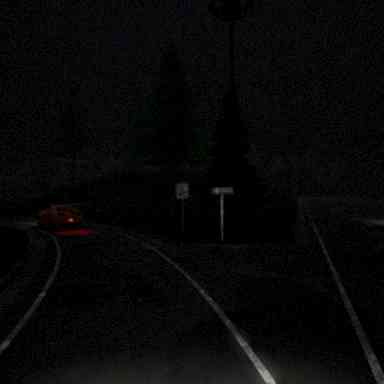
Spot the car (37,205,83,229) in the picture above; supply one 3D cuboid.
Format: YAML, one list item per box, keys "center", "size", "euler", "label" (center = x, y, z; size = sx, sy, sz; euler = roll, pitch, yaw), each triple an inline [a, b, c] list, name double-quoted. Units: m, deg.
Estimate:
- center: [-9.067, 1.599, 22.685]
  size: [1.882, 1.535, 5.008]
  euler: [0, 0, -38]
  label: "car"
